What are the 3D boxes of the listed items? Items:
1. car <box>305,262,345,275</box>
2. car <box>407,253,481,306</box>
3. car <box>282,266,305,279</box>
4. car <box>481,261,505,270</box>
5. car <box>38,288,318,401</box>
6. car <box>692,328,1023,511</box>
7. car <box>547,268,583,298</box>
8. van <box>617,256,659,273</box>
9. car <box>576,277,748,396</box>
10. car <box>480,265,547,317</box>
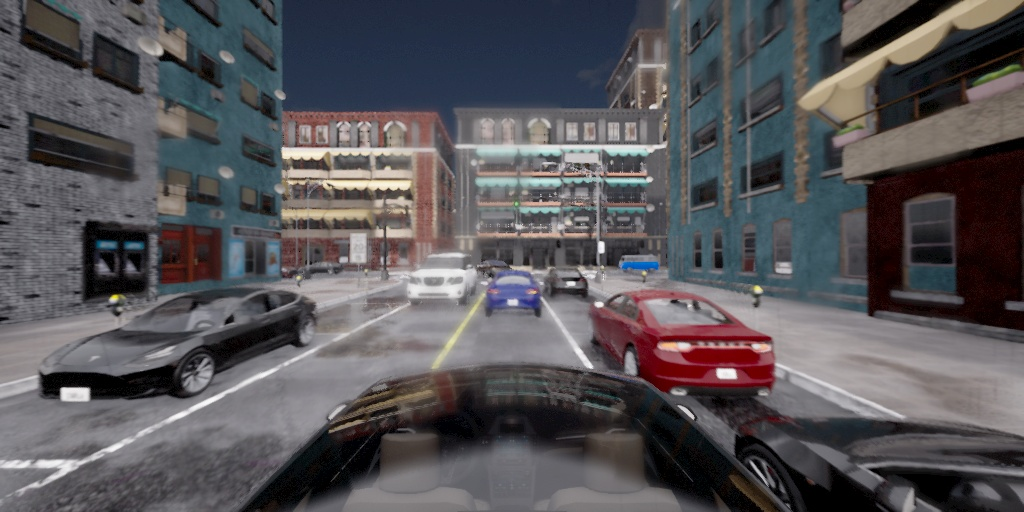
[{"bbox_3d":[-19.685,1.268,37.197,4.403,1.370,2.007,0,0,0],"label":"car"},{"bbox_3d":[-2.810,0.896,15.661,2.150,2.045,5.566,0,0,0],"label":"car"},{"bbox_3d":[-19.644,1.113,29.057,4.097,1.591,1.967,0,0,0],"label":"car"},{"bbox_3d":[-1.644,1.096,28.550,2.128,1.511,4.902,0,0,-23],"label":"car"},{"bbox_3d":[-5.280,1.288,6.514,1.948,1.339,4.313,0,0,0],"label":"car"},{"bbox_3d":[2.566,1.320,0.971,1.948,1.339,4.313,0,0,0],"label":"car"},{"bbox_3d":[2.572,1.227,17.663,1.948,1.339,4.313,0,0,0],"label":"car"},{"bbox_3d":[13.100,0.848,37.229,3.998,1.789,1.690,0,0,0],"label":"van"},{"bbox_3d":[2.568,1.267,6.536,1.888,1.381,4.507,0,0,0],"label":"car"},{"bbox_3d":[0.069,1.214,12.805,1.812,1.442,4.674,0,0,1],"label":"car"}]
